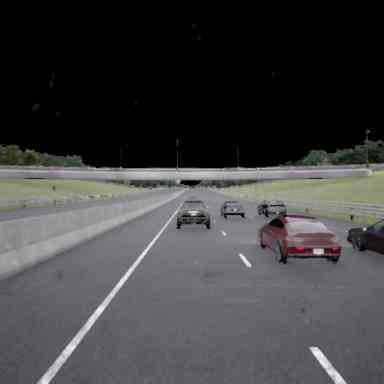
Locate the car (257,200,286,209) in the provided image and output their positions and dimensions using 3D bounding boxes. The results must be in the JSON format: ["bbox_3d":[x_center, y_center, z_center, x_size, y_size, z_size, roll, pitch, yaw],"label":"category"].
[{"bbox_3d":[7.095,1.500,29.932,2.128,1.511,4.902,0,0,0],"label":"car"}]

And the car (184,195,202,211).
[{"bbox_3d":[0.093,1.339,41.333,2.097,1.767,4.553,0,0,0],"label":"car"}]

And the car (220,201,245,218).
[{"bbox_3d":[3.596,1.556,30.134,2.033,1.411,5.357,0,0,0],"label":"car"}]

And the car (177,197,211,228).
[{"bbox_3d":[0.097,1.358,22.262,2.097,1.767,4.553,0,0,0],"label":"car"}]

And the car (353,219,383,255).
[{"bbox_3d":[7.098,1.551,10.872,2.033,1.411,5.357,0,0,0],"label":"car"}]

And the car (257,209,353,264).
[{"bbox_3d":[3.612,1.529,11.782,1.812,1.442,4.674,0,0,0],"label":"car"}]
